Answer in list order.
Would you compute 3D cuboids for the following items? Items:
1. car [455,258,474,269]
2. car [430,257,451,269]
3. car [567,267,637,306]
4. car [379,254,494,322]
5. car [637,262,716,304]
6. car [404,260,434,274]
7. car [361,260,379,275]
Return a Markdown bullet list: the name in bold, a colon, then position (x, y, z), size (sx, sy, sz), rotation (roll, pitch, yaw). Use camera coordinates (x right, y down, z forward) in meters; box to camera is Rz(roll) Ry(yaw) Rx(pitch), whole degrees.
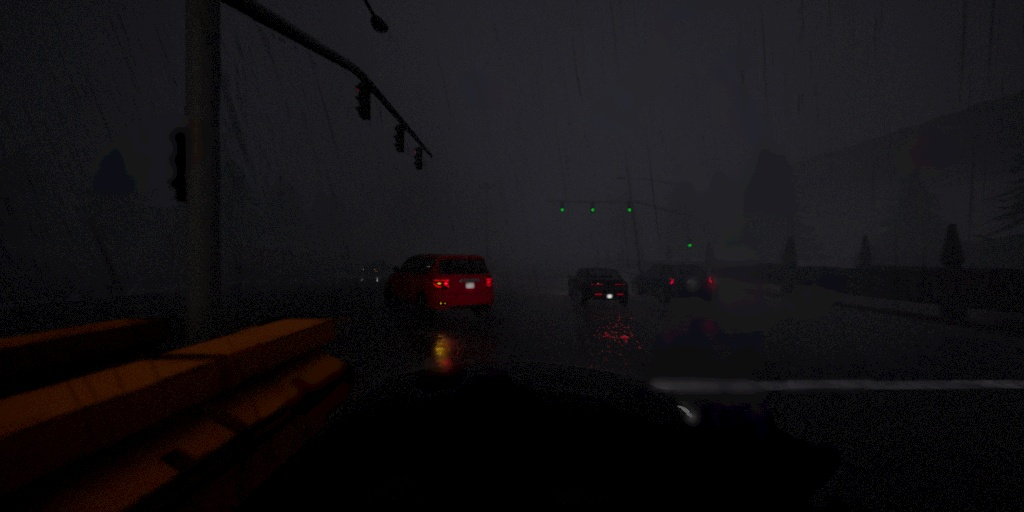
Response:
- **car**: position (-7.004, 1.133, 52.913), size (2.128, 1.511, 4.902), rotation (0, 0, 1)
- **car**: position (-10.503, 0.995, 52.948), size (2.097, 1.767, 4.553), rotation (0, 0, 0)
- **car**: position (3.616, 1.223, 15.678), size (1.837, 1.490, 4.892), rotation (0, 0, 0)
- **car**: position (-2.746, 0.949, 12.643), size (2.150, 2.045, 5.566), rotation (1, 0, -35)
- **car**: position (7.116, 1.067, 16.239), size (2.097, 1.767, 4.553), rotation (0, 0, 0)
- **car**: position (-10.539, 1.217, 40.927), size (2.033, 1.411, 5.357), rotation (0, 0, 0)
- **car**: position (-14.052, 1.181, 37.628), size (1.837, 1.490, 4.892), rotation (0, 1, 0)
